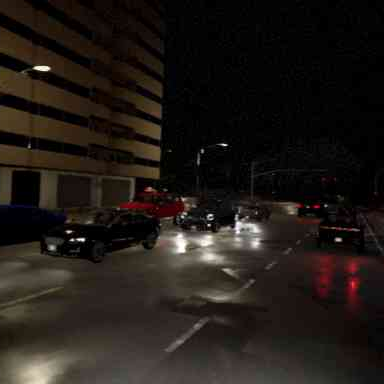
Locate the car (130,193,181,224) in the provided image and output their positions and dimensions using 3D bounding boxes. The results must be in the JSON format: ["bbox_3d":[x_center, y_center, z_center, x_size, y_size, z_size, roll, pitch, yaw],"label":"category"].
[{"bbox_3d":[-2.411,1.090,20.685,2.150,2.045,5.566,2,0,26],"label":"car"}]

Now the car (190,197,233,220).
[{"bbox_3d":[1.821,1.376,29.494,2.097,1.767,4.553,2,0,26],"label":"car"}]

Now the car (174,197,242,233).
[{"bbox_3d":[1.093,1.362,19.918,2.097,1.767,4.553,2,0,26],"label":"car"}]

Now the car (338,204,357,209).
[{"bbox_3d":[18.109,2.141,38.803,1.882,1.535,5.008,2,0,26],"label":"car"}]

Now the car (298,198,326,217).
[{"bbox_3d":[12.975,1.683,36.231,2.150,2.045,5.566,2,0,26],"label":"car"}]

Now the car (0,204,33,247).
[{"bbox_3d":[-6.714,1.188,11.742,1.882,1.535,5.008,2,0,26],"label":"car"}]

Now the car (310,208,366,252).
[{"bbox_3d":[6.976,1.745,15.595,2.128,1.511,4.902,2,0,26],"label":"car"}]

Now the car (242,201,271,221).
[{"bbox_3d":[5.469,1.773,29.034,1.895,1.301,4.718,2,0,26],"label":"car"}]

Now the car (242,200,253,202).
[{"bbox_3d":[6.360,1.683,38.865,2.128,1.511,4.902,2,0,26],"label":"car"}]

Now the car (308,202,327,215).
[{"bbox_3d":[16.963,2.172,44.689,1.994,1.385,4.181,2,0,26],"label":"car"}]

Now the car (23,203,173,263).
[{"bbox_3d":[-2.895,1.355,11.617,2.128,1.511,4.902,2,0,26],"label":"car"}]
